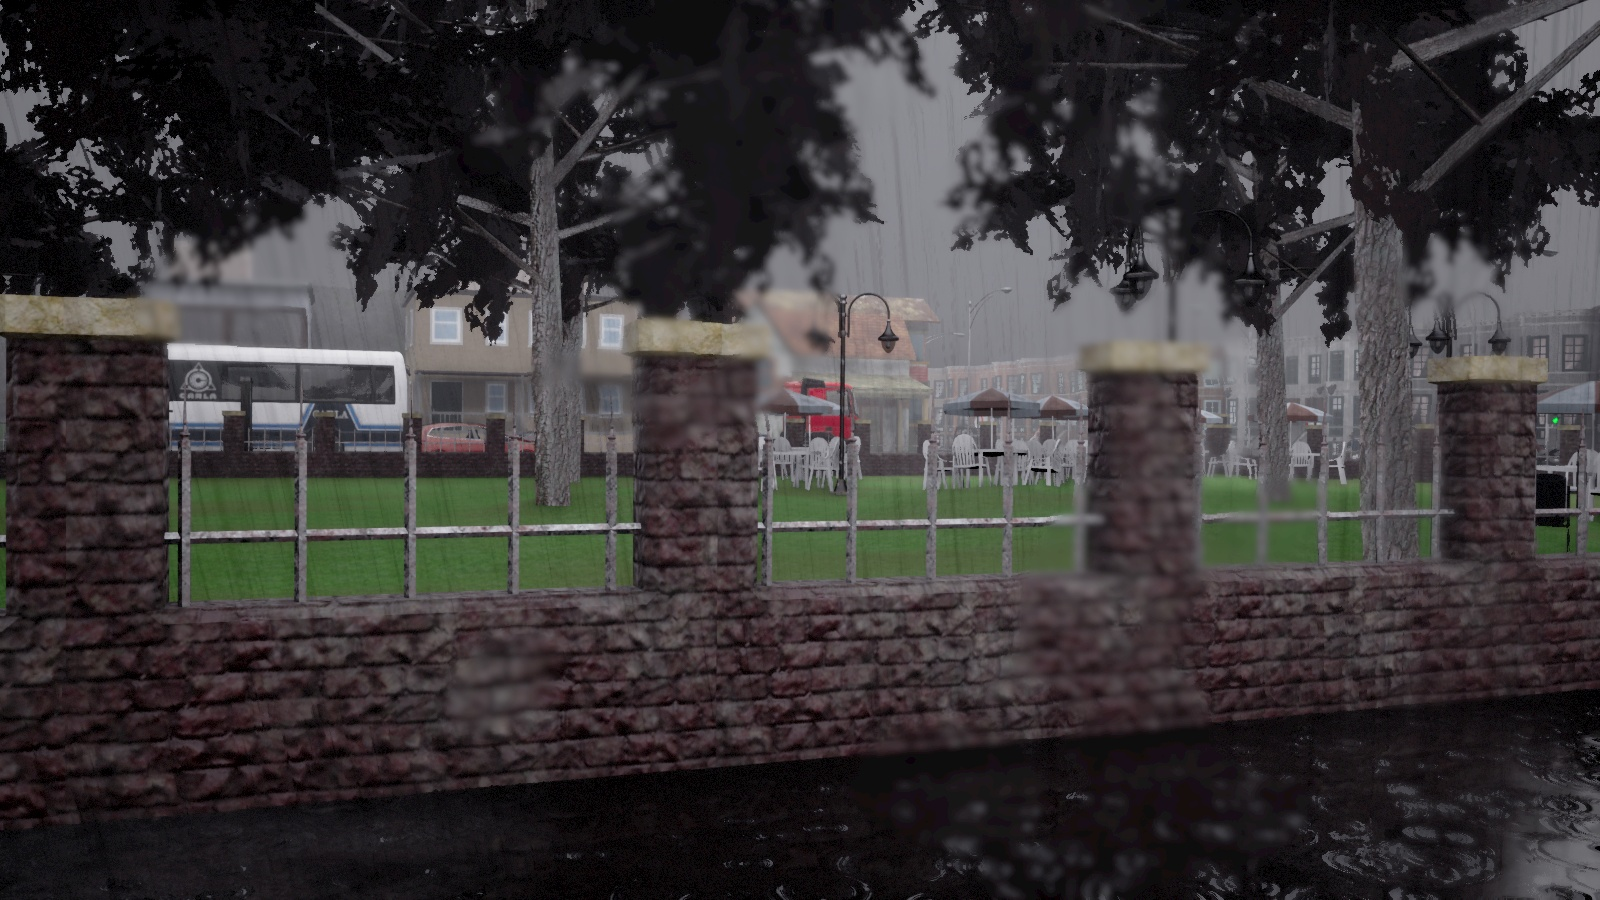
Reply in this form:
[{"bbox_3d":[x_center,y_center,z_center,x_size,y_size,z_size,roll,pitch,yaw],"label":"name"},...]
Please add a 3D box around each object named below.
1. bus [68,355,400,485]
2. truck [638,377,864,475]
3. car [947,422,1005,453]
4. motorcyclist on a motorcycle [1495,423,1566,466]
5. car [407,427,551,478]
[{"bbox_3d":[-19.743,-1.092,44.682,10.273,4.253,3.944,-1,1,-20],"label":"bus"},{"bbox_3d":[-1.839,-0.932,47.189,7.936,3.462,2.891,-1,1,-21],"label":"truck"},{"bbox_3d":[10.744,-0.773,76.893,1.905,1.878,3.866,-1,1,-21],"label":"car"},{"bbox_3d":[26.721,-0.204,45.991,0.866,1.530,2.191,-1,1,-21],"label":"motorcyclist on a motorcycle"},{"bbox_3d":[-11.170,0.052,43.669,4.611,1.667,2.242,-1,1,-21],"label":"car"}]
